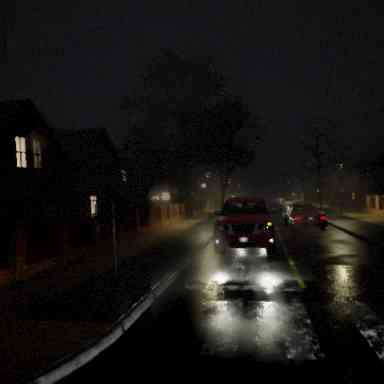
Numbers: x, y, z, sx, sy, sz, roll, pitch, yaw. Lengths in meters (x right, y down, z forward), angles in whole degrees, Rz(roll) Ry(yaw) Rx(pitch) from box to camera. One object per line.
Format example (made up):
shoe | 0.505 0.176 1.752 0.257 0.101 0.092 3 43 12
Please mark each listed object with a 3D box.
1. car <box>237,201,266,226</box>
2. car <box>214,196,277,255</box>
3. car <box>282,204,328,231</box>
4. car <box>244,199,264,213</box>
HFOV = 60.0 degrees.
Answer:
car | 4.366 1.500 24.185 1.812 1.442 4.674 -3 0 11
car | 2.251 1.229 13.788 2.150 2.045 5.566 -3 -1 11
car | 6.434 1.395 19.399 2.033 1.411 5.357 -3 0 9
car | 6.892 1.499 36.591 1.994 1.385 4.181 -3 0 12
